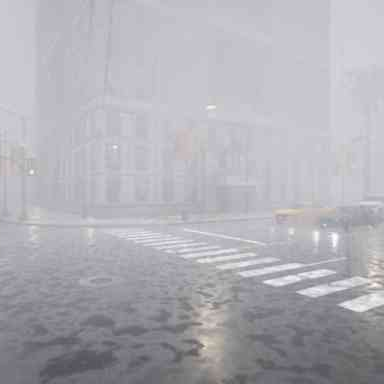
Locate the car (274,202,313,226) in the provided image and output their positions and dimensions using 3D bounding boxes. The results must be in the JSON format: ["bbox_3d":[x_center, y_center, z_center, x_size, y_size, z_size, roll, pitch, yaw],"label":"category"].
[{"bbox_3d":[8.038,1.477,23.843,5.008,1.535,1.882,0,0,-34],"label":"car"}]

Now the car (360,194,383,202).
[{"bbox_3d":[16.526,1.220,29.460,5.566,2.045,2.150,0,0,-33],"label":"car"}]

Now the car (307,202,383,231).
[{"bbox_3d":[9.962,1.547,20.923,5.357,1.411,2.033,0,0,-34],"label":"car"}]
